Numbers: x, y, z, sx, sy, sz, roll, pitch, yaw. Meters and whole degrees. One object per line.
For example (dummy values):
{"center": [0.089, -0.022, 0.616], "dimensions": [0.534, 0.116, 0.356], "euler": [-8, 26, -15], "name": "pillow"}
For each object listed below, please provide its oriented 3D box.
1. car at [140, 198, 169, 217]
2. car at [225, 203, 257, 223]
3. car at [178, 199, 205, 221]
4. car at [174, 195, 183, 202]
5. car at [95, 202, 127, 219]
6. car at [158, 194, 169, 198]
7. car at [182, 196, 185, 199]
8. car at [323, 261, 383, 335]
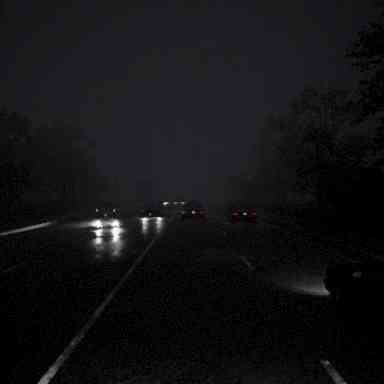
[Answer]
{"center": [-3.597, 1.532, 31.318], "dimensions": [2.033, 1.411, 5.357], "euler": [0, 0, 0], "name": "car"}
{"center": [3.599, 1.535, 25.098], "dimensions": [2.033, 1.411, 5.357], "euler": [0, 0, 0], "name": "car"}
{"center": [0.101, 1.534, 26.837], "dimensions": [2.033, 1.411, 5.357], "euler": [0, 0, 0], "name": "car"}
{"center": [-2.649, 1.437, 71.732], "dimensions": [1.882, 1.535, 5.008], "euler": [0, 0, 4], "name": "car"}
{"center": [-7.097, 1.586, 29.507], "dimensions": [1.895, 1.301, 4.718], "euler": [0, 0, 0], "name": "car"}
{"center": [-6.192, 1.311, 71.257], "dimensions": [2.097, 1.767, 4.553], "euler": [0, 0, 4], "name": "car"}
{"center": [0.110, 1.543, 42.968], "dimensions": [1.994, 1.385, 4.181], "euler": [0, 0, 0], "name": "car"}
{"center": [3.602, 1.546, 4.357], "dimensions": [2.033, 1.411, 5.357], "euler": [0, 0, 0], "name": "car"}
